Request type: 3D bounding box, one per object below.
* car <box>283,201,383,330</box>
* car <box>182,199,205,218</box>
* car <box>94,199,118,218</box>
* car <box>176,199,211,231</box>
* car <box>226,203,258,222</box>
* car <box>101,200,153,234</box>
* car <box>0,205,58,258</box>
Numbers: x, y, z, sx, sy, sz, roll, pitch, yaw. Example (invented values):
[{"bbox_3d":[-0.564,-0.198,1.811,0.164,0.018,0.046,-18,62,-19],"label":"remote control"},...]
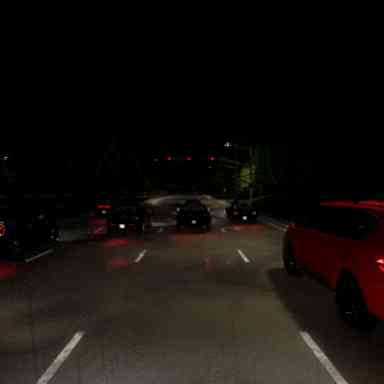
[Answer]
[{"bbox_3d":[3.598,1.187,6.961,2.150,2.045,5.566,0,1,0],"label":"car"},{"bbox_3d":[0.103,1.376,29.046,1.812,1.442,4.674,0,0,0],"label":"car"},{"bbox_3d":[-6.904,1.354,28.483,1.837,1.490,4.892,0,-1,0],"label":"car"},{"bbox_3d":[0.098,1.376,19.687,1.882,1.535,5.008,0,0,0],"label":"car"},{"bbox_3d":[3.600,1.473,24.875,1.895,1.301,4.718,0,0,0],"label":"car"},{"bbox_3d":[-3.401,1.408,18.617,1.837,1.490,4.892,0,0,0],"label":"car"},{"bbox_3d":[-6.902,1.285,12.684,2.097,1.767,4.553,0,0,0],"label":"car"}]
